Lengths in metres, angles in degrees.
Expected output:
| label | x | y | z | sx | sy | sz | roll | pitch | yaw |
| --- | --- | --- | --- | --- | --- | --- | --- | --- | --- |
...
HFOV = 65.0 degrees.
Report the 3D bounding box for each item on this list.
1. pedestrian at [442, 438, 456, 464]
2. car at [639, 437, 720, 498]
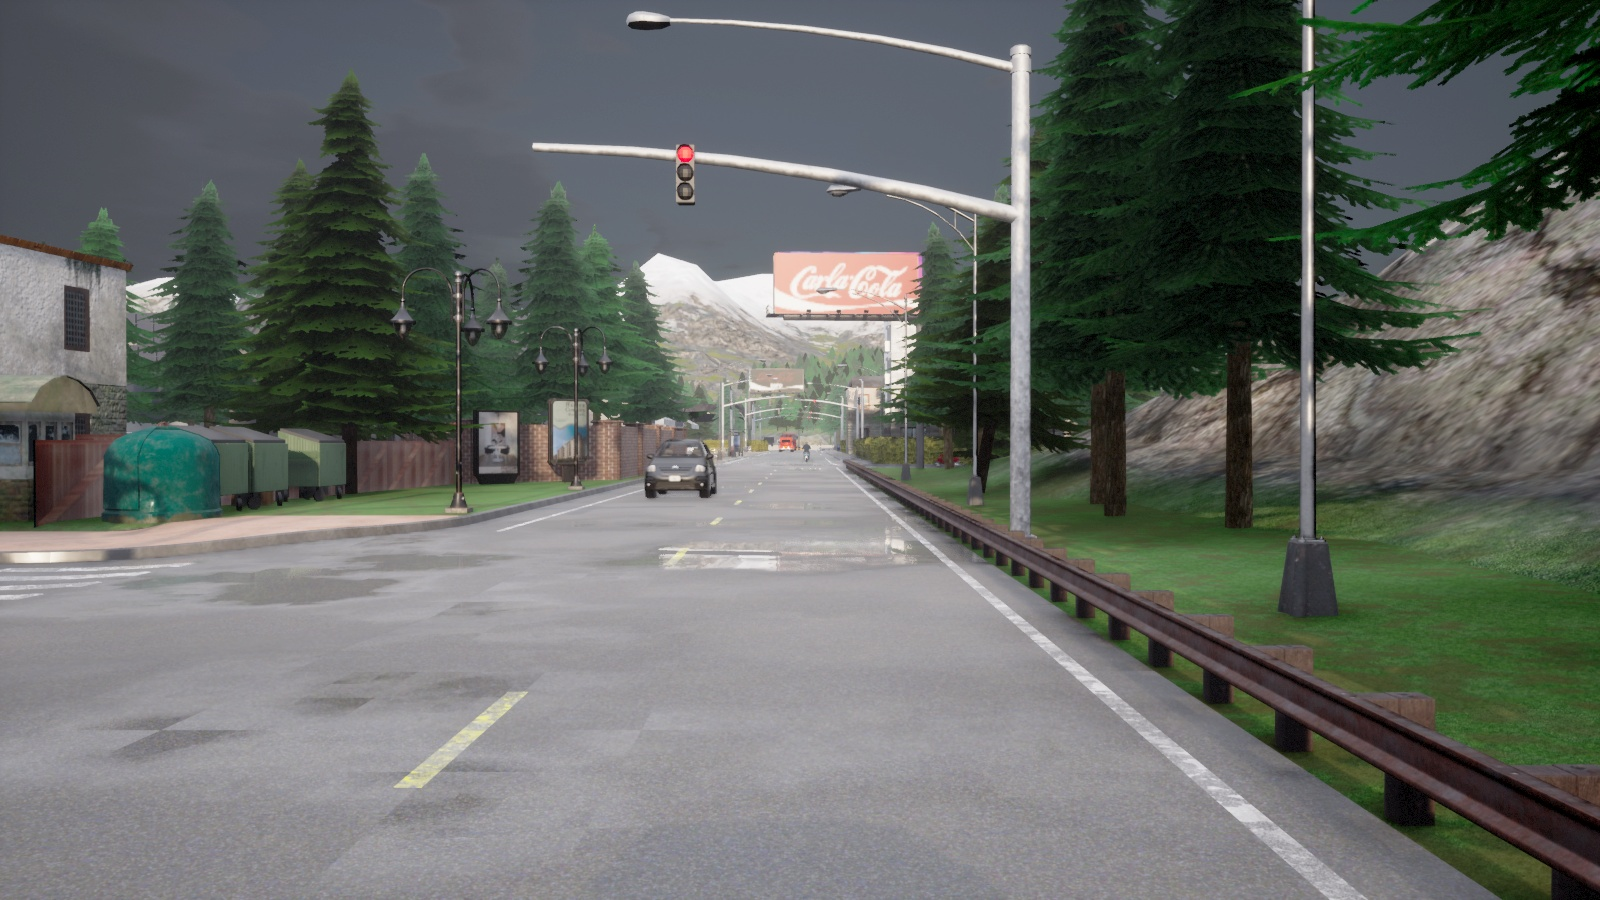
| label | x | y | z | sx | sy | sz | roll | pitch | yaw |
| --- | --- | --- | --- | --- | --- | --- | --- | --- | --- |
| pedestrian | -25.175 | 0.055 | 90.006 | 0.849 | 1.883 | 0.563 | 0 | 0 | 0 |
| car | -3.284 | 0.445 | 34.933 | 1.851 | 1.617 | 3.988 | 0 | 0 | 0 |
